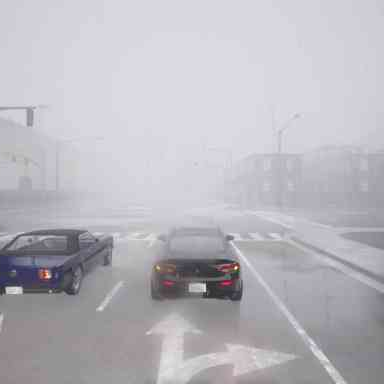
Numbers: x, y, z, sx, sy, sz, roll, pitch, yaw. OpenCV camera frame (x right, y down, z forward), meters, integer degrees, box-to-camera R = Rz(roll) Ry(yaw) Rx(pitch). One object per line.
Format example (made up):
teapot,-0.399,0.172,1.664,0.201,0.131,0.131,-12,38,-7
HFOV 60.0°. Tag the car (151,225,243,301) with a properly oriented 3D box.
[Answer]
car,0.100,1.526,8.171,1.812,1.442,4.674,0,0,0

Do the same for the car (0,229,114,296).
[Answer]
car,-3.398,1.601,8.604,1.895,1.301,4.718,0,0,0
